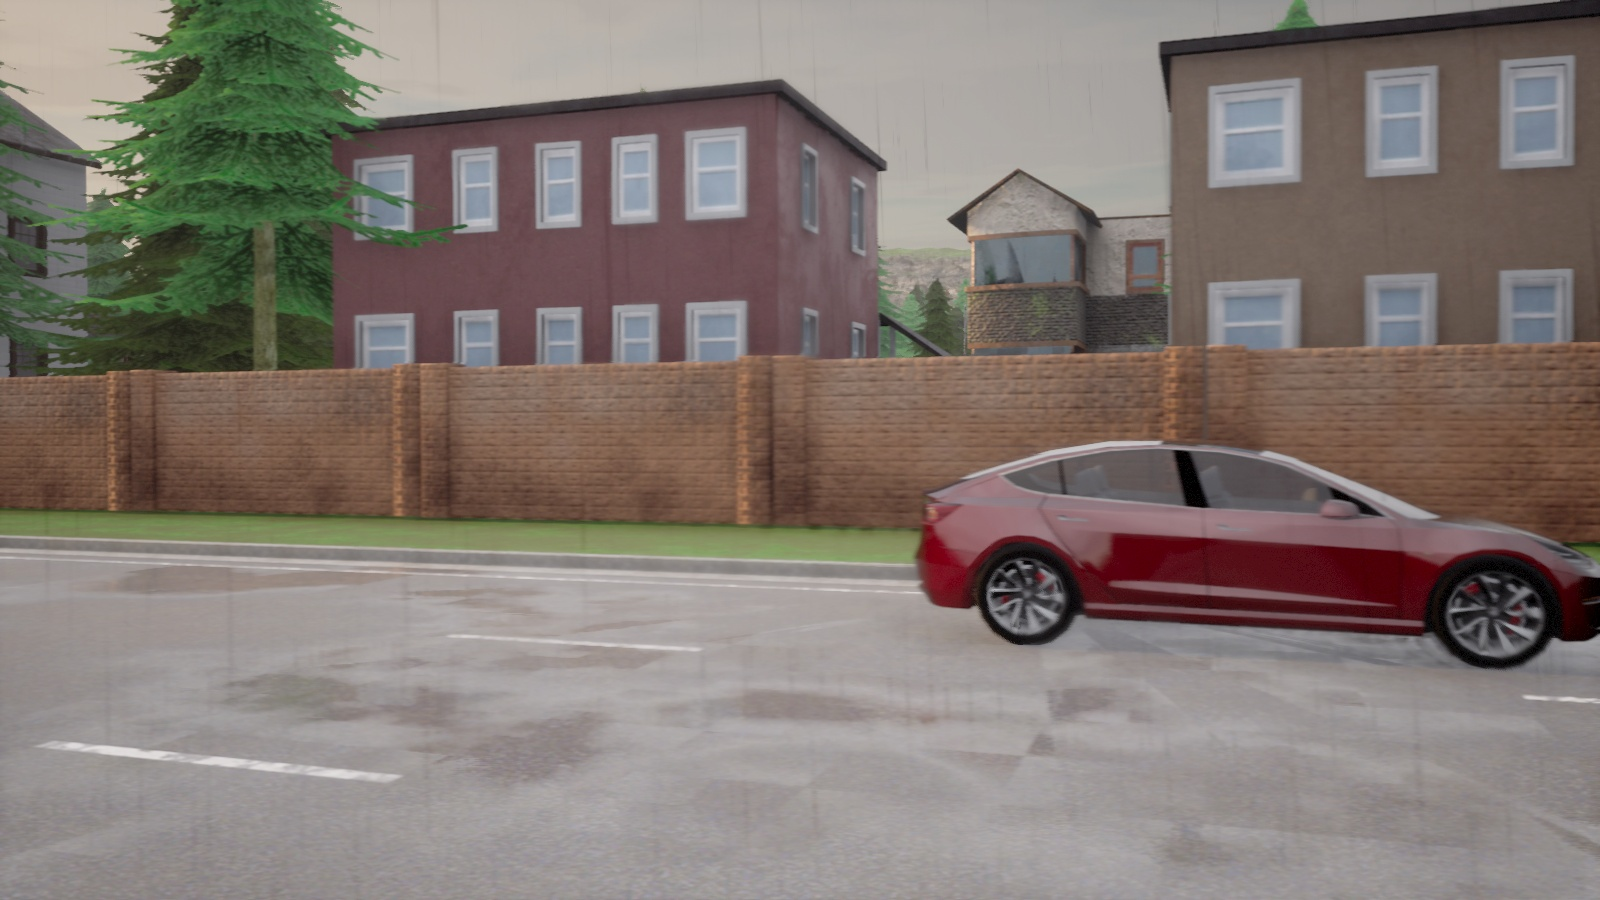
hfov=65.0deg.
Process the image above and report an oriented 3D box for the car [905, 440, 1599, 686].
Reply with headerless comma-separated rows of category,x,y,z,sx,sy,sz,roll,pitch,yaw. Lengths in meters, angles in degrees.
car,3.385,0.688,9.439,4.792,1.488,2.163,1,1,19
